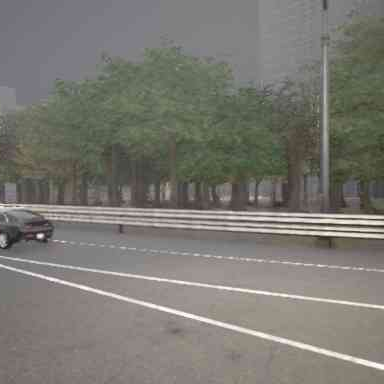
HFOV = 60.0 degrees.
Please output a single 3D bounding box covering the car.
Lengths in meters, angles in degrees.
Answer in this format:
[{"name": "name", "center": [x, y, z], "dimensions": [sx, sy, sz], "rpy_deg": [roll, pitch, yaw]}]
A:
[{"name": "car", "center": [-8.140, 1.518, 14.557], "dimensions": [4.892, 1.490, 1.837], "rpy_deg": [0, 1, 31]}]
